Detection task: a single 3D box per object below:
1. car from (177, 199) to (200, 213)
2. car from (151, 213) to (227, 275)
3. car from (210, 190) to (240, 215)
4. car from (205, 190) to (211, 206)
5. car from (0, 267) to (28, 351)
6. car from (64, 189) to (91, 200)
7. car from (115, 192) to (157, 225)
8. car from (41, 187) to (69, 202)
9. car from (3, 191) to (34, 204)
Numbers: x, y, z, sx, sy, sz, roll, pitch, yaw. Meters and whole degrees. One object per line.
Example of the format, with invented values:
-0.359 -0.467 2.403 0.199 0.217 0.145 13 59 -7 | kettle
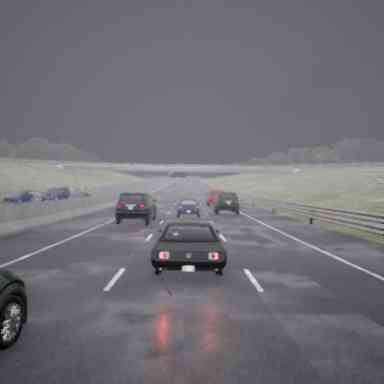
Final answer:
-0.297 1.302 28.181 1.812 1.442 4.674 1 1 -1 | car
-0.101 1.565 10.303 1.895 1.301 4.718 1 0 -1 | car
3.163 0.996 31.337 2.150 2.045 5.566 1 1 0 | car
2.955 0.740 42.533 2.150 2.045 5.566 1 2 -1 | car
-3.517 1.286 3.222 2.097 1.767 4.553 1 0 -1 | car
-14.643 0.716 43.692 1.837 1.490 4.892 1 1 0 | car
-3.724 1.025 22.748 2.150 2.045 5.566 1 1 0 | car
-18.147 0.347 44.797 2.150 2.045 5.566 1 1 0 | car
-21.622 0.632 41.653 1.882 1.535 5.008 1 1 0 | car
